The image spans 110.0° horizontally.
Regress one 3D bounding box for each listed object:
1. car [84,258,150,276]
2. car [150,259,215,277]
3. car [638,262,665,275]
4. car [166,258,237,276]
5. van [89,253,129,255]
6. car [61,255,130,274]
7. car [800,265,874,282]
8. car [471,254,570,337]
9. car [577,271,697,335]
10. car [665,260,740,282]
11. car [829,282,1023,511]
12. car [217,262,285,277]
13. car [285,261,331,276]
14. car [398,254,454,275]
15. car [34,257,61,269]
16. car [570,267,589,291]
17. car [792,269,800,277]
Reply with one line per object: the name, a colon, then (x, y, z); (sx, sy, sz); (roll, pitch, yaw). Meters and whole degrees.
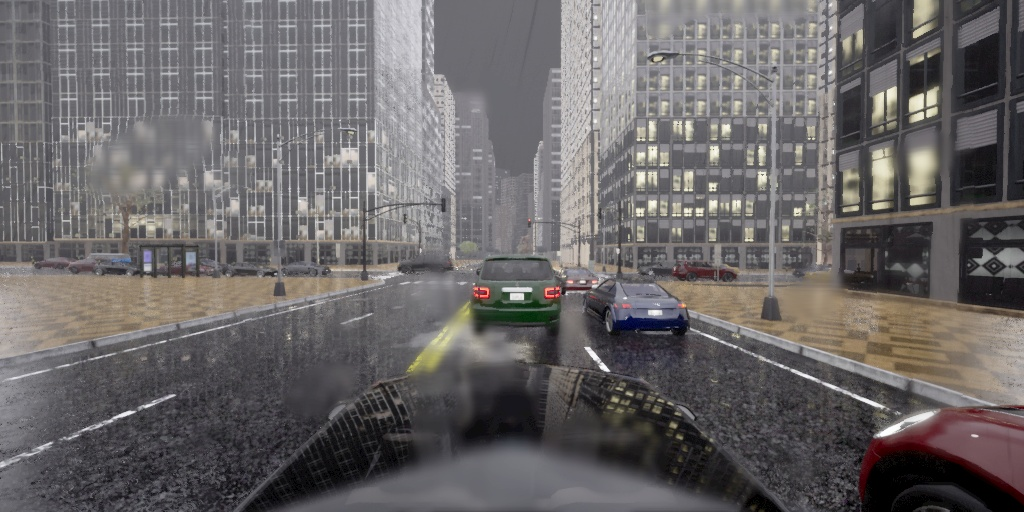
car: (-34.037, 1.072, 31.464); (4.313, 1.339, 1.948); (0, 0, 1)
car: (-28.357, 1.141, 31.280); (4.207, 1.307, 1.802); (0, 0, 1)
car: (15.285, 1.359, 36.325); (4.892, 1.490, 1.837); (0, 1, 1)
car: (-29.370, 0.997, 33.991); (4.902, 1.511, 2.128); (1, 1, 1)
van: (-45.212, 0.608, 40.147); (3.998, 1.789, 1.690); (0, 0, 1)
car: (-39.442, 0.940, 34.222); (4.674, 1.442, 1.812); (1, 1, 2)
car: (27.698, 1.581, 30.312); (4.829, 1.417, 1.751); (0, 0, 1)
car: (0.117, 0.968, 10.403); (2.150, 2.045, 5.566); (0, 0, 0)
car: (3.373, 1.311, 10.496); (1.994, 1.385, 4.181); (0, 0, -1)
car: (16.250, 1.271, 30.531); (5.009, 1.841, 2.192); (0, 0, 1)
car: (3.344, 1.103, 0.452); (2.097, 1.767, 4.553); (0, 0, 0)
car: (-22.673, 1.176, 31.135); (4.313, 1.339, 1.948); (0, 0, 1)
car: (-19.401, 1.160, 33.769); (4.181, 1.385, 1.994); (1, 1, 1)
car: (-8.771, 0.862, 36.739); (5.566, 2.045, 2.150); (1, 1, 1)
car: (-50.894, 0.797, 40.273); (4.207, 1.307, 1.802); (0, 0, 1)
car: (3.388, 1.289, 19.738); (2.033, 1.411, 5.357); (0, 0, 0)
car: (30.760, 1.554, 36.027); (4.181, 1.385, 1.994); (0, 1, 1)
